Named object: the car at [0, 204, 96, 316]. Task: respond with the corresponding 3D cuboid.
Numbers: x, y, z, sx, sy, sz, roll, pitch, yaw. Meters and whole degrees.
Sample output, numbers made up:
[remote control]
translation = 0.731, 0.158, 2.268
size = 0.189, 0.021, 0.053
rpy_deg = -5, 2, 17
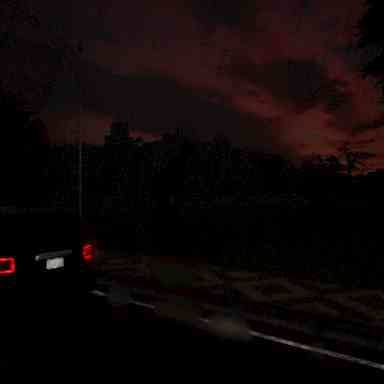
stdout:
[car]
translation = -4.410, 1.270, 7.072
size = 5.566, 2.045, 2.150
rpy_deg = 0, 0, 36
